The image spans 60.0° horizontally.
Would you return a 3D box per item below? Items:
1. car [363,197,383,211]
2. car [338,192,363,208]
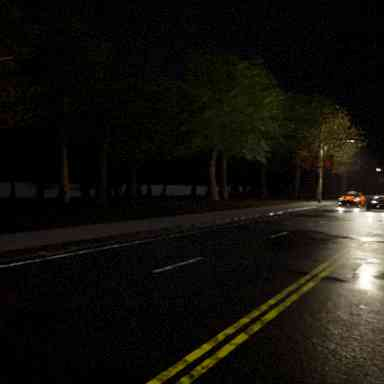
[{"bbox_3d":[18.111,1.140,31.888,1.994,1.385,4.181,2,2,36],"label":"car"},{"bbox_3d":[17.883,0.791,37.110,2.097,1.767,4.553,2,2,36],"label":"car"}]
